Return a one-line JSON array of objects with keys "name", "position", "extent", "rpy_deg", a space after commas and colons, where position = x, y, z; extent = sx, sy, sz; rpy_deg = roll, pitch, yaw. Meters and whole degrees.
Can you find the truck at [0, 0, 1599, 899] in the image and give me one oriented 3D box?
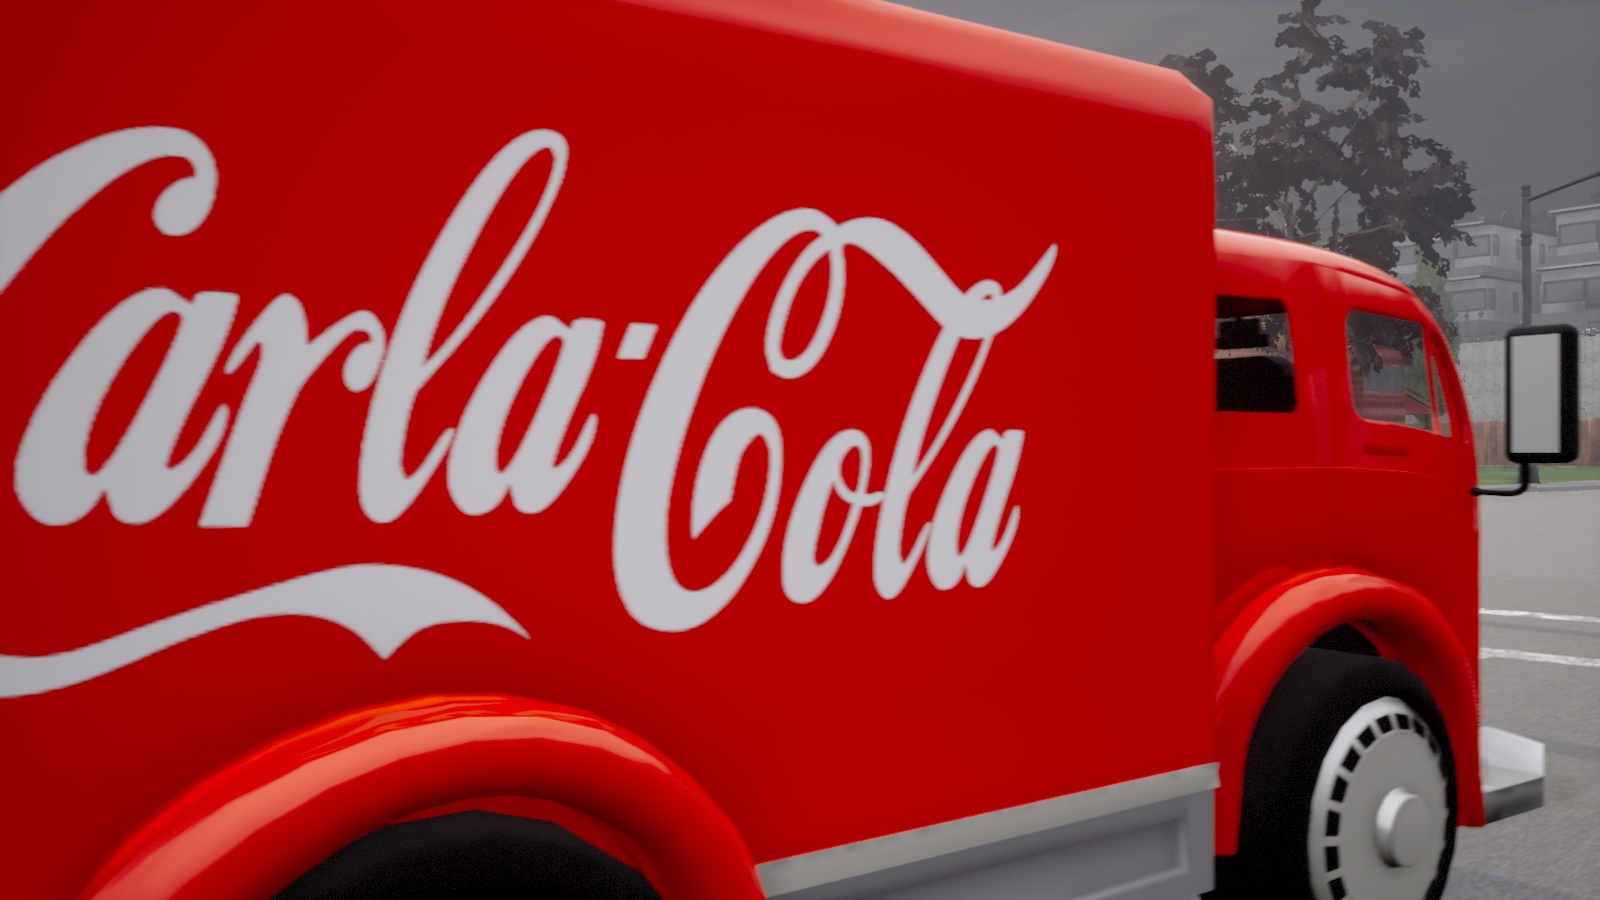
[{"name": "truck", "position": [-0.261, 0.268, 3.510], "extent": [5.204, 2.467, 2.627], "rpy_deg": [0, 0, -34]}]
